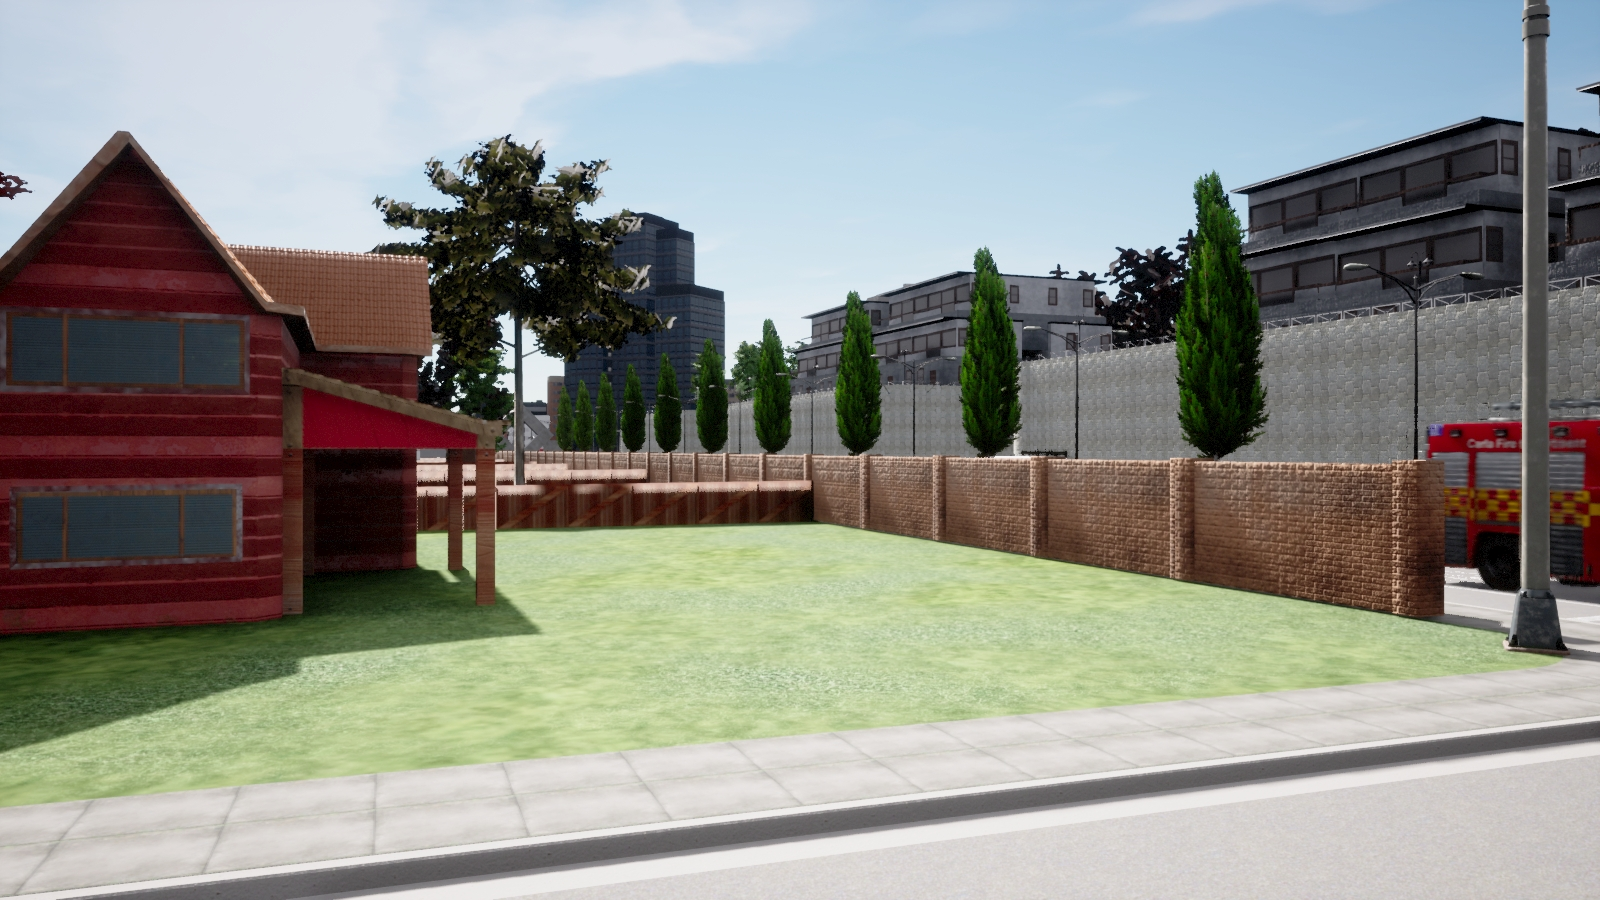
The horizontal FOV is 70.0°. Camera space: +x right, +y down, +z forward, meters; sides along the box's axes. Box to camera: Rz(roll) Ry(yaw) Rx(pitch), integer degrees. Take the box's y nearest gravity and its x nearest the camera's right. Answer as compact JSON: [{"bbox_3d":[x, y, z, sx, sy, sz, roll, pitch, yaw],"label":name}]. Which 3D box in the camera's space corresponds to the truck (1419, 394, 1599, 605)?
[{"bbox_3d":[16.006,0.890,20.823,2.891,3.827,8.468,0,0,-21],"label":"truck"}]
